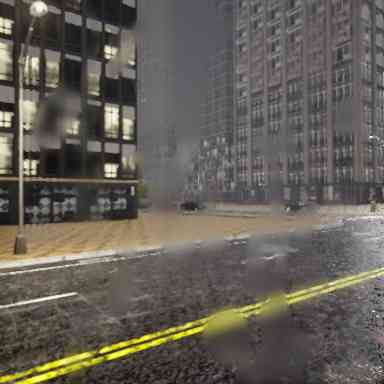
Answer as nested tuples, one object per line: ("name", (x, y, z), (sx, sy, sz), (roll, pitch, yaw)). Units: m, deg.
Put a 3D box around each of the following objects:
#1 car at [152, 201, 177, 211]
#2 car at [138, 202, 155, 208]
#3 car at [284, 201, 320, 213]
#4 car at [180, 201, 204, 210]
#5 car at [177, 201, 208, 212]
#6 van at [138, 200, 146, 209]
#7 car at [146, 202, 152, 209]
("car", (-3.604, 2.050, 48.913), (1.967, 1.590, 4.097), (0, -1, -36))
("car", (-9.887, 2.756, 72.137), (1.947, 1.339, 4.313), (0, -1, -36))
("car", (13.162, 1.789, 40.078), (2.008, 1.369, 4.403), (0, -1, -36))
("car", (-0.053, 2.350, 58.364), (1.947, 1.339, 4.313), (0, -1, -36))
("car", (0.352, 2.023, 47.868), (1.882, 1.535, 5.008), (0, -1, -35))
("van", (-10.161, 2.223, 58.094), (1.690, 1.788, 3.998), (0, -1, -36))
("car", (-9.921, 2.575, 62.405), (2.033, 1.411, 5.357), (0, -2, -36))
